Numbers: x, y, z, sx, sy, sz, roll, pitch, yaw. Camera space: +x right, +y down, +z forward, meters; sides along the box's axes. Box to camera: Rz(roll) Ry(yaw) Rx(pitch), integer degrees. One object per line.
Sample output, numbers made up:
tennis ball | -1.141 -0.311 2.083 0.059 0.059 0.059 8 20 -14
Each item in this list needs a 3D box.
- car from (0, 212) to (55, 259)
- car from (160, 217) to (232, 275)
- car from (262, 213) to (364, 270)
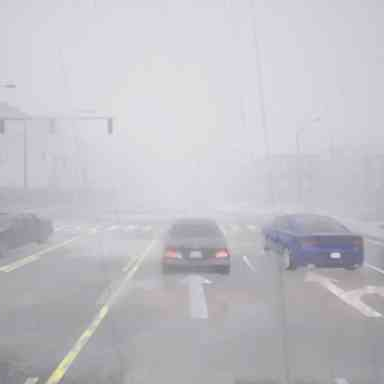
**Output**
car | -7.047 1.480 12.506 2.033 1.411 5.357 0 0 1
car | 0.094 1.492 10.264 2.033 1.411 5.357 0 0 0
car | 3.595 1.420 10.789 1.882 1.535 5.008 0 0 0
